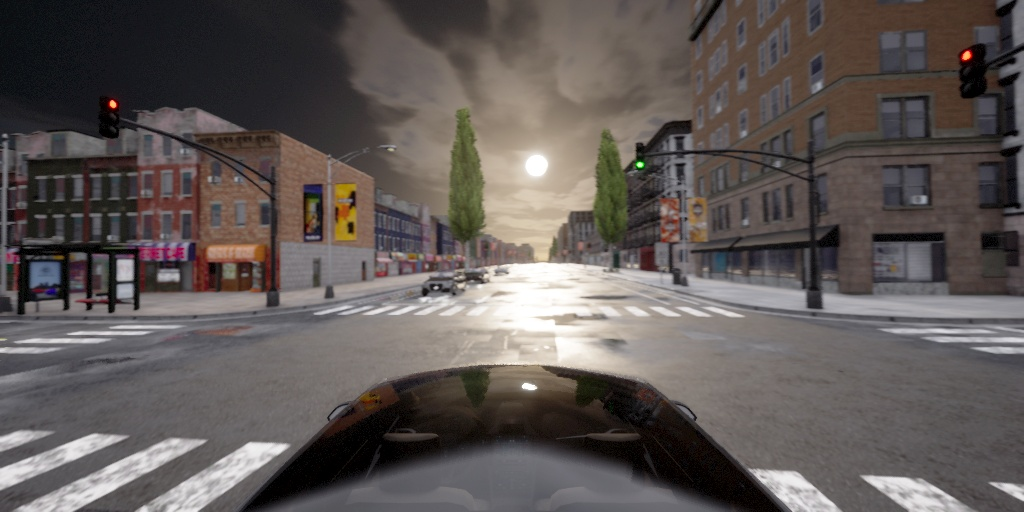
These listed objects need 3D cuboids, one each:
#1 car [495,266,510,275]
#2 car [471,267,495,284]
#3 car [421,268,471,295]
[{"bbox_3d":[-1.452,2.046,52.159,1.895,1.301,4.718,-1,-1,5],"label":"car"},{"bbox_3d":[-3.147,1.749,32.966,2.033,1.411,5.357,-1,-1,5],"label":"car"},{"bbox_3d":[-4.090,1.628,22.139,1.994,1.385,4.181,-1,-1,5],"label":"car"}]
